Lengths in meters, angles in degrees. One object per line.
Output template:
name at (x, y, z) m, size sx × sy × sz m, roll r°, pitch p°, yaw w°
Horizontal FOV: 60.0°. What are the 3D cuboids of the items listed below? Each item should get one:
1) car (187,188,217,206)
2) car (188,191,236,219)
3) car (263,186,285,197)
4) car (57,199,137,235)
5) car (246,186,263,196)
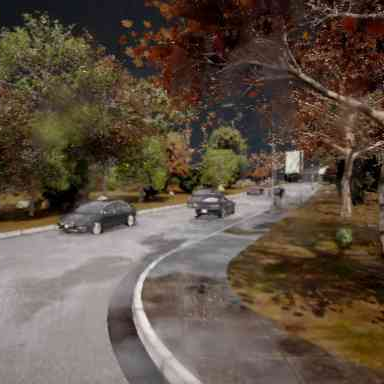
car at (1.219, 0.487, 30.793) m, size 2.097 × 1.767 × 4.553 m, roll 1°, pitch 2°, yaw 23°
car at (1.688, 0.959, 23.144) m, size 1.812 × 1.442 × 4.674 m, roll 1°, pitch 2°, yaw 23°
car at (12.086, -0.133, 47.487) m, size 2.128 × 1.511 × 4.902 m, roll 1°, pitch 3°, yaw 23°
car at (-4.651, 1.168, 16.963) m, size 1.837 × 1.490 × 4.892 m, roll 1°, pitch 3°, yaw 22°
car at (9.607, -0.174, 50.225) m, size 1.994 × 1.385 × 4.181 m, roll 1°, pitch 3°, yaw 23°
